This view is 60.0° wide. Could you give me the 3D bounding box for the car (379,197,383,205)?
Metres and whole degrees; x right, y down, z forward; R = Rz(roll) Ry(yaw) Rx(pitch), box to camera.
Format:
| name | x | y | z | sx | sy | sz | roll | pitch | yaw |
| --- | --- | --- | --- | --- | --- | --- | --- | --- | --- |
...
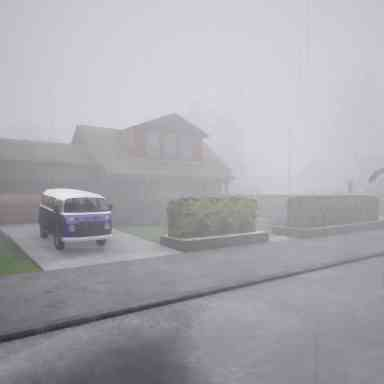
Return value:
| name | x | y | z | sx | sy | sz | roll | pitch | yaw |
| --- | --- | --- | --- | --- | --- | --- | --- | --- | --- |
| car | 24.677 | 0.979 | 41.429 | 3.866 | 1.878 | 1.905 | 0 | 0 | 0 |
